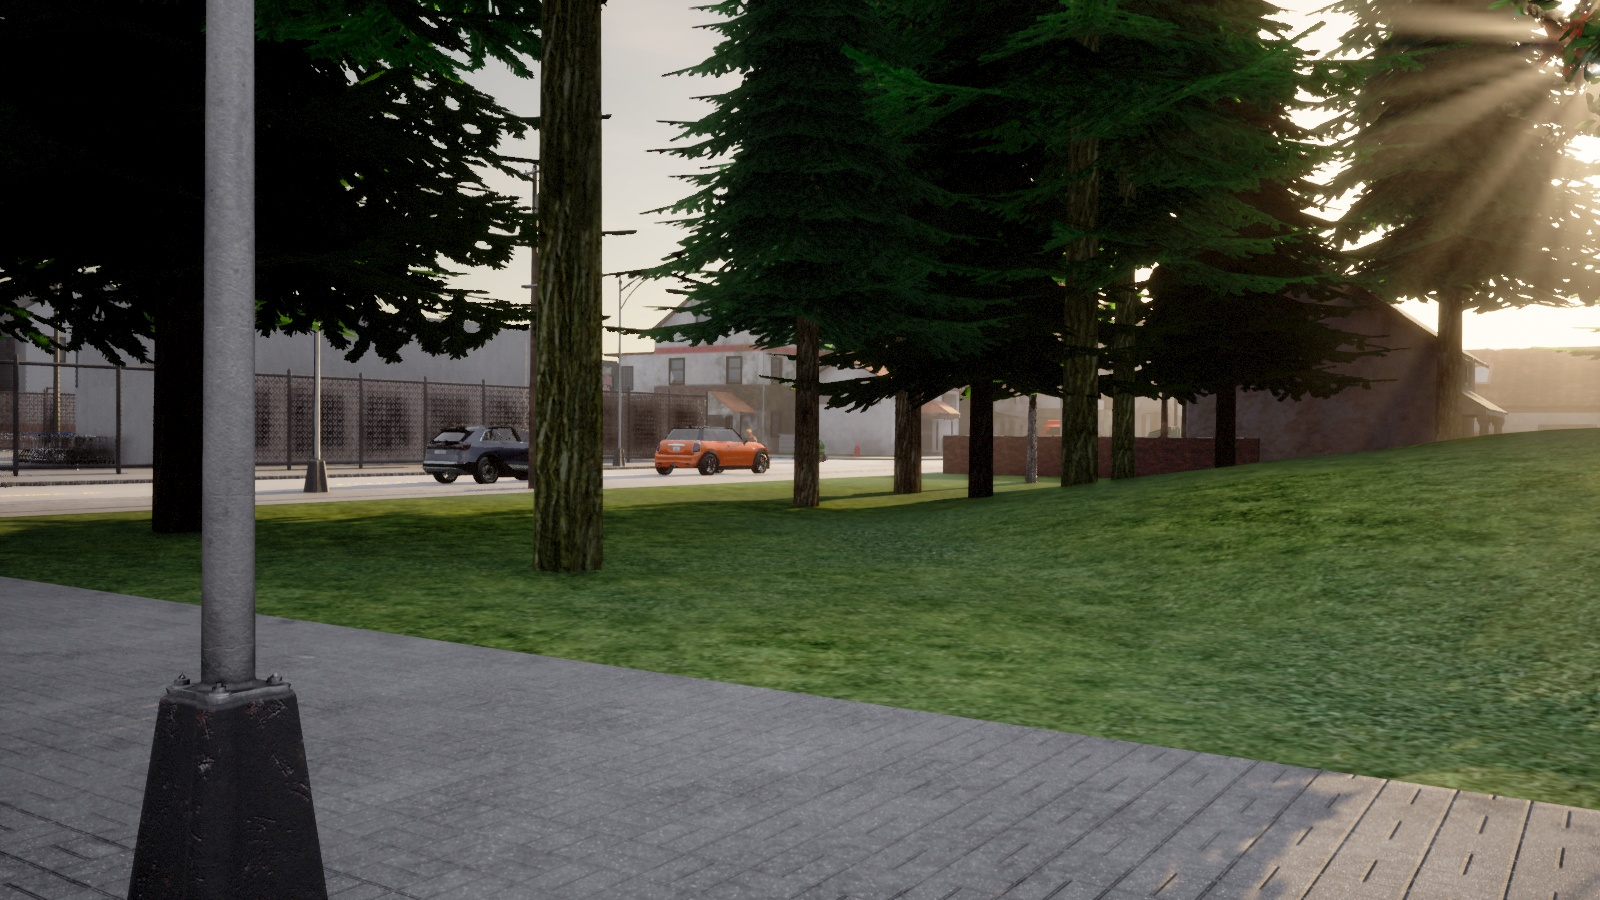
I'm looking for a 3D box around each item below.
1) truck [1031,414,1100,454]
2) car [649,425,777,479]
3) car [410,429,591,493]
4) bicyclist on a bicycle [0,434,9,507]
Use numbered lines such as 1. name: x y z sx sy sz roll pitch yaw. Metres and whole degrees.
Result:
1. truck: 17.161 -1.016 80.939 2.627 2.467 5.204 0 1 33
2. car: -2.931 0.024 43.387 2.097 1.767 4.553 0 1 33
3. car: -8.315 0.255 35.293 2.033 1.649 4.856 0 1 34
4. bicyclist on a bicycle: -18.331 0.459 27.445 0.866 1.612 1.509 0 1 33
